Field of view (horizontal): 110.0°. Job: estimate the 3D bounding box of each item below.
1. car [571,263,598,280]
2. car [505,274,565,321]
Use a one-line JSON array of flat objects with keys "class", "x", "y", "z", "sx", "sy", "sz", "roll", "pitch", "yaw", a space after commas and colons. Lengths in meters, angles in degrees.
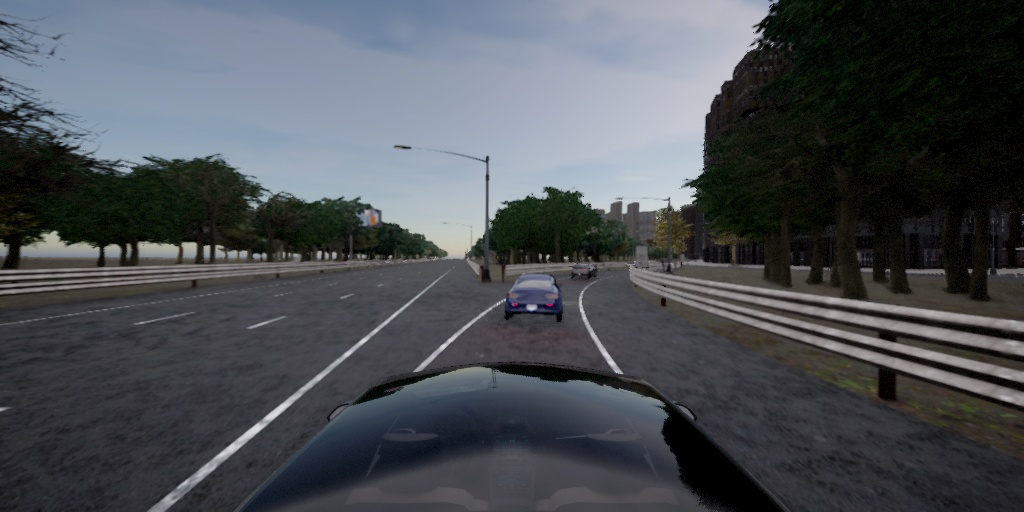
[{"class": "car", "x": 7.163, "y": 1.472, "z": 35.119, "sx": 2.128, "sy": 1.511, "sz": 4.902, "roll": 0, "pitch": 0, "yaw": 24}, {"class": "car", "x": 0.874, "y": 1.352, "z": 12.763, "sx": 1.812, "sy": 1.442, "sz": 4.674, "roll": 0, "pitch": 0, "yaw": 7}]
